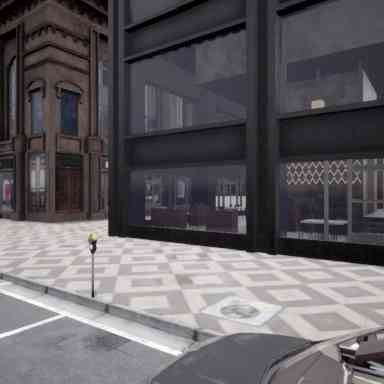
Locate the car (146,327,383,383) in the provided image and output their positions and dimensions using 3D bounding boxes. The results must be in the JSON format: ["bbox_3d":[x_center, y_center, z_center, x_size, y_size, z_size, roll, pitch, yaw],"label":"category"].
[{"bbox_3d":[1.559,1.551,1.853,4.403,1.369,2.008,0,0,35],"label":"car"}]
